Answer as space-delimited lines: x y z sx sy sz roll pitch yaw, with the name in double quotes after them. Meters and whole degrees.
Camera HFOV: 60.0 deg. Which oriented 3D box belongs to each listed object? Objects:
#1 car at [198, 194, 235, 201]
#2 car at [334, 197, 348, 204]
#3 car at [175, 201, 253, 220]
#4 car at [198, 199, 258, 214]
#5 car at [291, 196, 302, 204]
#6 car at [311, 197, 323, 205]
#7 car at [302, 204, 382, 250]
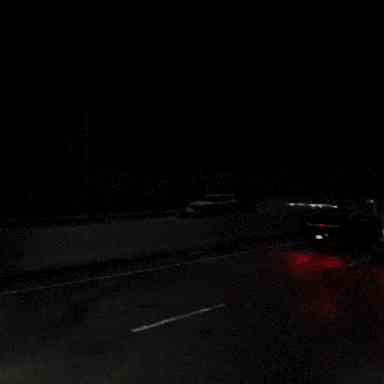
1.952 1.222 29.990 2.150 2.045 5.566 0 0 41 "car"
24.152 1.477 54.090 1.882 1.535 5.008 0 0 20 "car"
1.105 1.505 19.018 4.892 1.490 1.837 0 0 -44 "car"
3.108 1.548 25.999 2.033 1.411 5.357 0 0 42 "car"
20.624 1.478 65.652 1.882 1.535 5.008 0 0 16 "car"
22.585 1.563 60.185 1.994 1.385 4.181 0 0 18 "car"
6.588 1.492 14.366 4.902 1.511 2.128 0 0 -44 "car"
